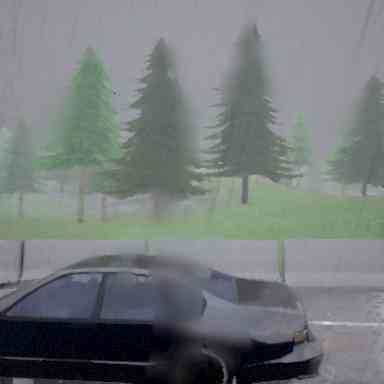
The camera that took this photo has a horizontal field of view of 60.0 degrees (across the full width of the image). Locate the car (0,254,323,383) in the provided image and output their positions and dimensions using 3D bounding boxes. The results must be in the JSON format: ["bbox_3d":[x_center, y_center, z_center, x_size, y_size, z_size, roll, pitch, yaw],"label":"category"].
[{"bbox_3d":[-1.136,1.624,4.580,5.357,1.411,2.033,0,-1,5],"label":"car"}]
